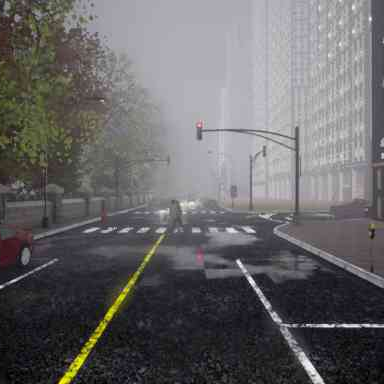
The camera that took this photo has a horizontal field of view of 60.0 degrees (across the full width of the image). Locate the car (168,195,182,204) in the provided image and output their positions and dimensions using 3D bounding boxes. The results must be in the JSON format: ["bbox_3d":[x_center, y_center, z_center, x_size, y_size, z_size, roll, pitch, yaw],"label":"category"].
[{"bbox_3d":[-3.099,1.526,54.304,2.128,1.511,4.902,0,0,0],"label":"car"}]

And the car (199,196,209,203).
[{"bbox_3d":[2.675,1.606,74.757,1.887,1.381,4.507,0,0,0],"label":"car"}]

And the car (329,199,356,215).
[{"bbox_3d":[14.599,1.308,29.806,4.181,1.385,1.994,-1,0,0],"label":"car"}]

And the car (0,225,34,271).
[{"bbox_3d":[-5.819,1.546,8.673,1.887,1.381,4.507,0,0,0],"label":"car"}]

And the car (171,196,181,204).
[{"bbox_3d":[-3.059,1.573,64.982,1.812,1.442,4.674,0,0,1],"label":"car"}]

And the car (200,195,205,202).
[{"bbox_3d":[2.679,1.597,52.226,1.947,1.339,4.313,0,0,0],"label":"car"}]

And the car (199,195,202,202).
[{"bbox_3d":[2.678,1.604,57.859,1.947,1.339,4.313,0,0,0],"label":"car"}]

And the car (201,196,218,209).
[{"bbox_3d":[2.680,1.592,46.594,1.947,1.339,4.313,0,0,0],"label":"car"}]

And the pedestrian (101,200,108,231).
[{"bbox_3d":[-5.068,1.299,19.148,0.375,1.860,0.375,0,0,0],"label":"pedestrian"}]

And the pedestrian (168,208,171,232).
[{"bbox_3d":[-1.008,1.298,18.549,0.375,1.860,0.375,0,0,0],"label":"pedestrian"}]

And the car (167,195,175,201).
[{"bbox_3d":[-5.711,1.636,91.651,1.887,1.381,4.507,0,0,0],"label":"car"}]

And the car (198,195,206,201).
[{"bbox_3d":[2.672,1.521,86.020,1.967,1.590,4.097,0,0,0],"label":"car"}]

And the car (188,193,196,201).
[{"bbox_3d":[-0.020,1.177,83.910,2.150,2.045,5.566,0,0,0],"label":"car"}]

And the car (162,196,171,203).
[{"bbox_3d":[-5.706,1.586,74.585,1.752,1.417,4.829,0,0,0],"label":"car"}]

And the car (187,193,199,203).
[{"bbox_3d":[-0.017,1.590,73.463,2.033,1.411,5.357,0,0,0],"label":"car"}]

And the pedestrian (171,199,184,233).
[{"bbox_3d":[-0.768,1.298,17.865,0.375,1.860,0.375,0,0,0],"label":"pedestrian"}]

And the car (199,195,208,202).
[{"bbox_3d":[2.673,1.511,80.389,1.967,1.590,4.097,0,0,0],"label":"car"}]

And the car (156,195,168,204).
[{"bbox_3d":[-5.703,1.485,63.490,1.967,1.590,4.097,0,0,0],"label":"car"}]

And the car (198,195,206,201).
[{"bbox_3d":[2.670,1.642,91.653,2.008,1.369,4.403,0,0,0],"label":"car"}]

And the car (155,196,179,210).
[{"bbox_3d":[-3.105,1.586,42.028,1.994,1.385,4.181,0,0,0],"label":"car"}]

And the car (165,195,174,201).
[{"bbox_3d":[-5.708,1.521,86.018,1.967,1.590,4.097,0,0,0],"label":"car"}]

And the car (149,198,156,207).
[{"bbox_3d":[-5.701,1.613,52.224,1.802,1.307,4.206,0,0,0],"label":"car"}]

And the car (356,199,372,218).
[{"bbox_3d":[14.668,1.282,24.005,4.313,1.339,1.947,-1,1,0],"label":"car"}]
